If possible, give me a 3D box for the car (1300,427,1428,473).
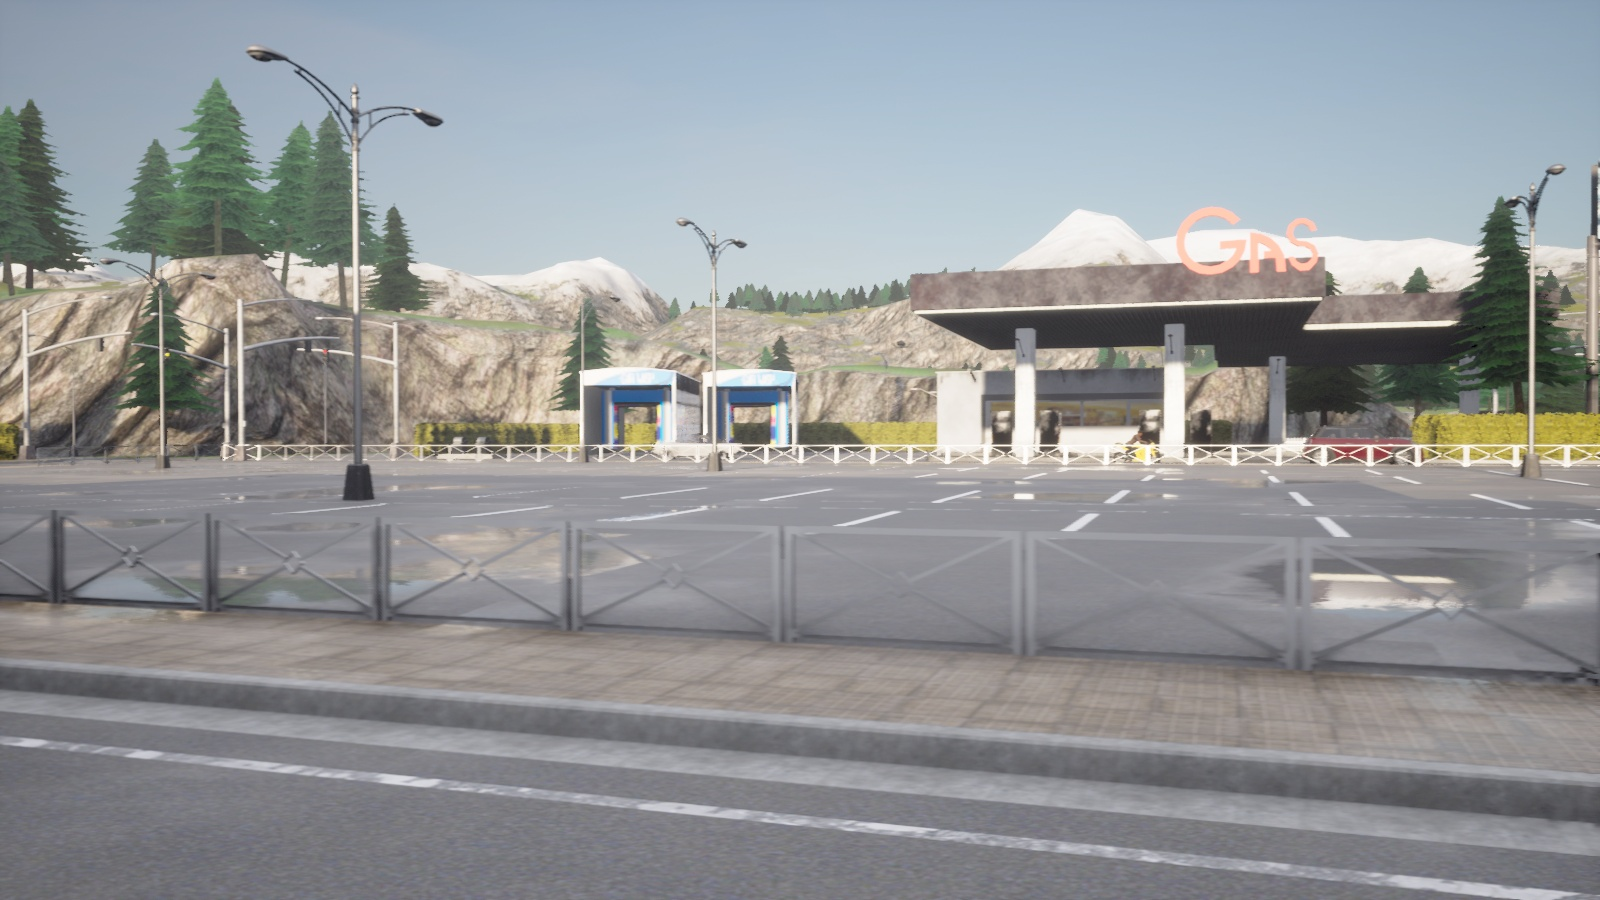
[{"bbox_3d":[22.853,-0.032,51.077,4.553,1.767,2.097,1,1,19],"label":"car"}]

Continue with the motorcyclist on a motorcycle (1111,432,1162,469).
[{"bbox_3d":[14.450,0.014,53.960,2.044,1.523,0.797,1,1,19],"label":"motorcyclist on a motorcycle"}]

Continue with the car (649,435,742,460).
[{"bbox_3d":[-5.553,-0.153,67.109,4.718,1.301,1.895,0,1,4],"label":"car"}]
